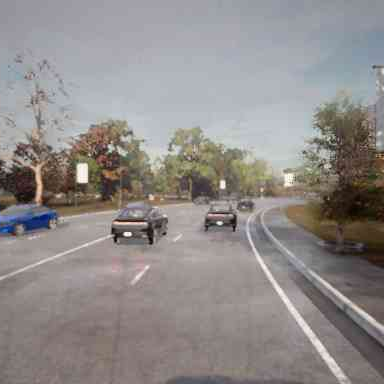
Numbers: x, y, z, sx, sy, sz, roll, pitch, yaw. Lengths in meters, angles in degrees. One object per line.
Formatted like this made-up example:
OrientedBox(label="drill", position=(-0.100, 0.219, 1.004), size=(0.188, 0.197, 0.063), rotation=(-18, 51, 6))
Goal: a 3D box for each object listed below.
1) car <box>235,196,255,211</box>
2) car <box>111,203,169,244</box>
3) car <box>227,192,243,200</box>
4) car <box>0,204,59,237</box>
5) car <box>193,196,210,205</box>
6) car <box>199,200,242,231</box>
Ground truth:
OrientedBox(label="car", position=(6.846, 1.567, 41.936), size=(1.837, 1.490, 4.892), rotation=(0, 0, 17))
OrientedBox(label="car", position=(-2.320, 1.496, 15.860), size=(2.128, 1.511, 4.902), rotation=(0, 0, 7))
OrientedBox(label="car", position=(8.631, 1.020, 65.715), size=(2.150, 2.045, 5.566), rotation=(0, 0, 26))
OrientedBox(label="car", position=(-9.276, 1.457, 18.256), size=(1.882, 1.535, 5.008), rotation=(0, 0, 8))
OrientedBox(label="car", position=(1.823, 1.544, 59.134), size=(1.837, 1.490, 4.892), rotation=(0, 0, 23))
OrientedBox(label="car", position=(1.900, 1.516, 20.841), size=(2.128, 1.511, 4.902), rotation=(0, 0, 9))
